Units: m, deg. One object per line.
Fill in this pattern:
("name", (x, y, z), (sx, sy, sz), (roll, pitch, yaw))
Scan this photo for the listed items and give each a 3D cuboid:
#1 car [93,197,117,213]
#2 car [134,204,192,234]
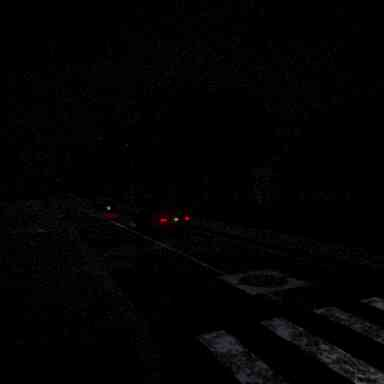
("car", (-9.325, 1.342, 35.560), (1.837, 1.490, 4.892), (-2, 1, -24))
("car", (-1.773, 1.390, 18.424), (2.033, 1.411, 5.357), (-2, 1, -23))
